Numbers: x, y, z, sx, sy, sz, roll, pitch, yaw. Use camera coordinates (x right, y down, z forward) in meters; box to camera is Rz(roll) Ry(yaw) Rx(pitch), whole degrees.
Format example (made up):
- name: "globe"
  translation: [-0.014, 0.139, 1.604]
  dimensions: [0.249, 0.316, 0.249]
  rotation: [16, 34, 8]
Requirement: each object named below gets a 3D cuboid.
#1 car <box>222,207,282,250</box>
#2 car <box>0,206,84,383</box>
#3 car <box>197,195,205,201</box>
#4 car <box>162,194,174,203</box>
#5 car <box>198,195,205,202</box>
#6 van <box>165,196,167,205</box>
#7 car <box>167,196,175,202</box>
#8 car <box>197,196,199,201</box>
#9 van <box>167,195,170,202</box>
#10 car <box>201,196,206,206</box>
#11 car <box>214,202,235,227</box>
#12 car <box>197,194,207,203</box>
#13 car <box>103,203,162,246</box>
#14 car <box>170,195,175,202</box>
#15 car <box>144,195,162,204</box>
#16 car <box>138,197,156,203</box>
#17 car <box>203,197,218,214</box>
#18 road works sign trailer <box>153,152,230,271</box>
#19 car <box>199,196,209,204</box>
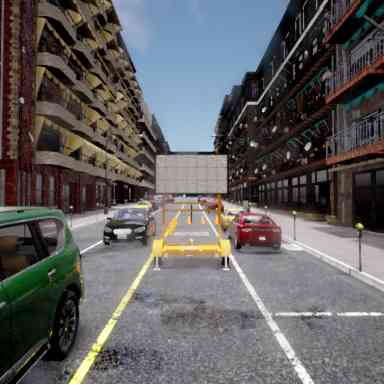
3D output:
- name: "car"
  translation: [2.567, 1.561, 14.317]
  dimensions: [1.887, 1.381, 4.507]
  rotation: [1, 0, 0]
- name: "car"
  translation: [-2.746, 1.224, 3.018]
  dimensions: [2.150, 2.045, 5.566]
  rotation: [0, 0, 0]
- name: "car"
  translation: [2.424, 1.723, 91.750]
  dimensions: [1.967, 1.590, 4.097]
  rotation: [1, 0, 0]
- name: "car"
  translation: [-5.394, 1.516, 75.205]
  dimensions: [2.192, 1.841, 5.009]
  rotation: [1, 0, 0]
- name: "car"
  translation: [2.504, 1.676, 58.563]
  dimensions: [1.887, 1.381, 4.507]
  rotation: [1, 0, 0]
- name: "van"
  translation: [-5.363, 1.452, 53.082]
  dimensions: [1.690, 1.788, 3.998]
  rotation: [2, 0, 0]
- name: "car"
  translation: [-5.417, 1.820, 86.266]
  dimensions: [1.947, 1.339, 4.313]
  rotation: [1, 0, 0]
- name: "car"
  translation: [2.496, 1.698, 64.093]
  dimensions: [1.887, 1.381, 4.507]
  rotation: [1, 0, 0]
- name: "van"
  translation: [-5.372, 1.473, 58.614]
  dimensions: [1.690, 1.788, 3.998]
  rotation: [1, 0, 0]
- name: "car"
  translation: [2.527, 1.628, 41.971]
  dimensions: [2.008, 1.369, 4.403]
  rotation: [1, 0, 0]
- name: "car"
  translation: [2.559, 1.551, 20.019]
  dimensions: [1.752, 1.417, 4.829]
  rotation: [1, 0, 0]
- name: "car"
  translation: [2.443, 1.541, 80.687]
  dimensions: [2.192, 1.841, 5.009]
  rotation: [1, 0, 0]
- name: "car"
  translation: [-2.774, 1.510, 15.565]
  dimensions: [2.128, 1.511, 4.902]
  rotation: [0, 0, 0]
- name: "car"
  translation: [-5.387, 1.492, 69.675]
  dimensions: [2.192, 1.841, 5.009]
  rotation: [1, 0, 0]
- name: "car"
  translation: [-5.347, 1.393, 42.024]
  dimensions: [2.192, 1.841, 5.009]
  rotation: [2, 0, 0]
- name: "car"
  translation: [-5.344, 1.588, 36.322]
  dimensions: [1.752, 1.417, 4.829]
  rotation: [2, 0, 0]
- name: "car"
  translation: [2.535, 1.608, 36.439]
  dimensions: [1.887, 1.381, 4.507]
  rotation: [1, 0, 0]
- name: "road works sign trailer"
  translation: [-0.014, 0.475, 10.980]
  dimensions: [2.380, 3.560, 2.880]
  rotation: [0, 0, 0]
- name: "car"
  translation: [2.498, 1.617, 69.625]
  dimensions: [1.967, 1.590, 4.097]
  rotation: [1, 0, 0]
